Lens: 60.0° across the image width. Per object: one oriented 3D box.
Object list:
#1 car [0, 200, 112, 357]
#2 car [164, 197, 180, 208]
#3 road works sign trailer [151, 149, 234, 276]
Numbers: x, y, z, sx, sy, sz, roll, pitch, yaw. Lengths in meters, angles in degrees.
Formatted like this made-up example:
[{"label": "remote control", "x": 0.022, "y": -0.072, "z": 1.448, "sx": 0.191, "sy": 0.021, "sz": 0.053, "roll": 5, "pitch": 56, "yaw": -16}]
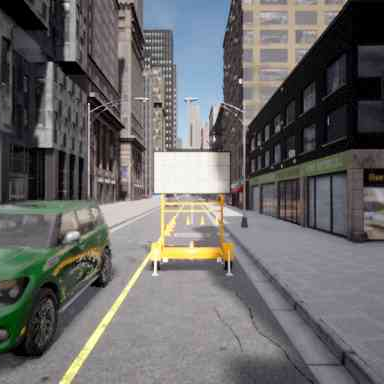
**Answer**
[{"label": "car", "x": -3.100, "y": 1.223, "z": 6.376, "sx": 2.150, "sy": 2.045, "sz": 5.566, "roll": 0, "pitch": 0, "yaw": 0}, {"label": "car", "x": -3.090, "y": 1.590, "z": 49.451, "sx": 1.812, "sy": 1.442, "sz": 4.674, "roll": 0, "pitch": 0, "yaw": 0}, {"label": "road works sign trailer", "x": 0.007, "y": 0.467, "z": 10.360, "sx": 2.380, "sy": 3.560, "sz": 2.880, "roll": 0, "pitch": 0, "yaw": 0}]
